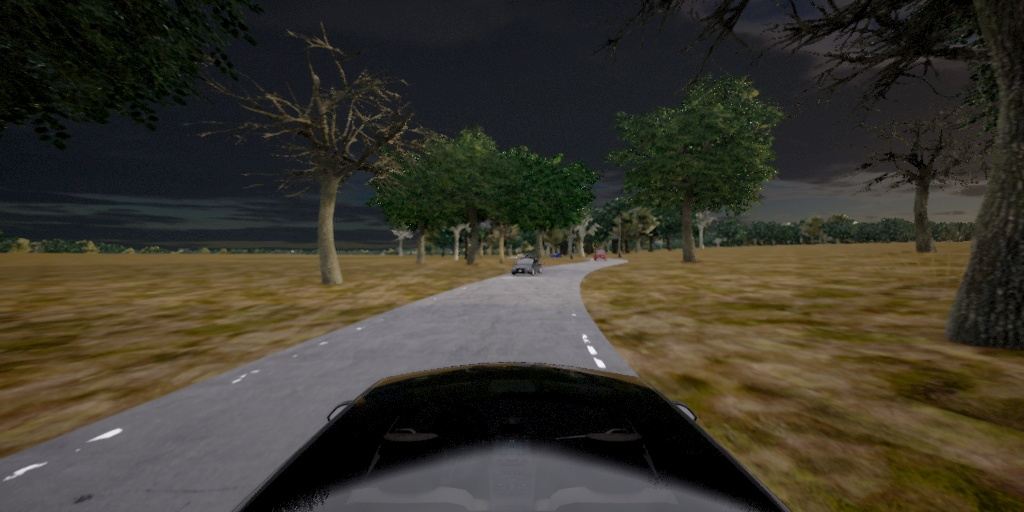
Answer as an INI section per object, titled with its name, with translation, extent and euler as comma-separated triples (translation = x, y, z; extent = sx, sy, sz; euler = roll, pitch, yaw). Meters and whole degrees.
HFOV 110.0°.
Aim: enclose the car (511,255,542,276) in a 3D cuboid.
[car]
translation = 1.339, 0.915, 31.327
extent = 1.837, 1.490, 4.892
euler = 0, 1, 17
